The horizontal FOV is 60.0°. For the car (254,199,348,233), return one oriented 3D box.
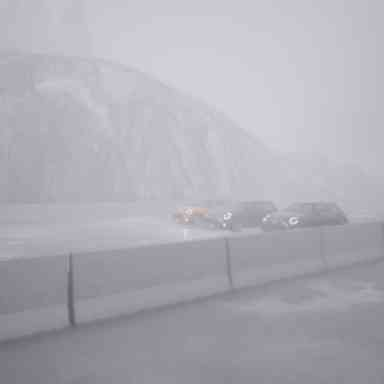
[{"bbox_3d":[5.540,1.237,16.209,4.553,1.767,2.097,0,1,-34],"label":"car"}]

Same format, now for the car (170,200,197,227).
[{"bbox_3d":[0.929,1.187,21.538,4.553,1.767,2.097,0,1,-34],"label":"car"}]

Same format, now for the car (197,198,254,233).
[{"bbox_3d":[2.908,1.213,18.652,4.553,1.767,2.097,0,1,-34],"label":"car"}]

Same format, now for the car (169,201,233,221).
[{"bbox_3d":[0.715,1.404,25.629,4.718,1.301,1.895,0,1,-34],"label":"car"}]
